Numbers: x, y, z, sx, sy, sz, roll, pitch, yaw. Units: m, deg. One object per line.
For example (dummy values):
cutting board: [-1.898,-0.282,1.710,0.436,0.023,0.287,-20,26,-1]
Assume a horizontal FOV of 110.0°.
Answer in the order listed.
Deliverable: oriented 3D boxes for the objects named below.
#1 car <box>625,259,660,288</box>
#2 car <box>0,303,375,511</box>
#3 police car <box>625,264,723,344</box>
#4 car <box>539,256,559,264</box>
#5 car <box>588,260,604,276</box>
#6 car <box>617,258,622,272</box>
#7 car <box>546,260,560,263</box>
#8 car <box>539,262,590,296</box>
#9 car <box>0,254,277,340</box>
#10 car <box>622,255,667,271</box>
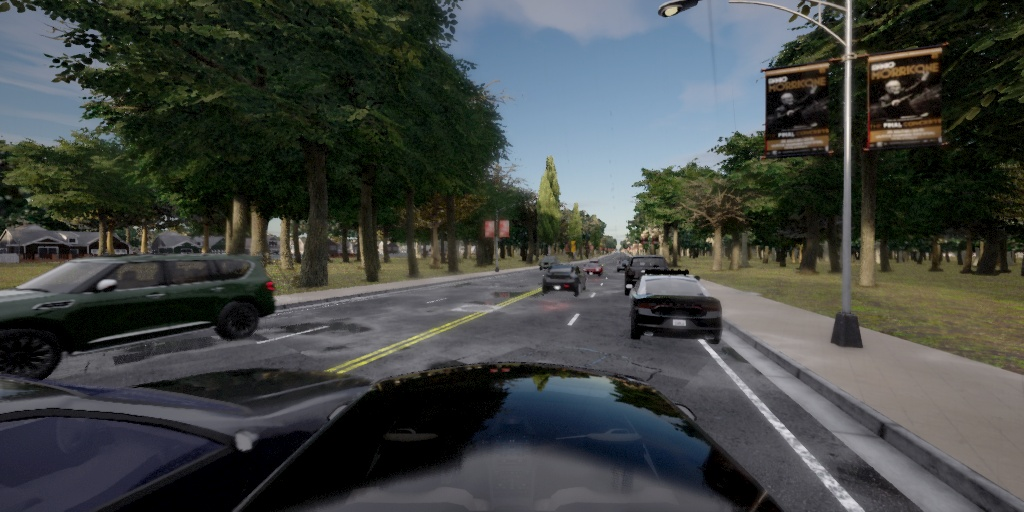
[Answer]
car: [8.975,1.102,25.001,2.097,1.767,4.553,0,0,17]
car: [-2.749,1.298,1.413,2.033,1.411,5.357,0,0,17]
police car: [4.227,1.174,9.866,1.930,1.638,5.238,0,0,17]
car: [5.236,0.983,49.241,2.150,2.045,5.566,0,0,17]
car: [8.264,1.356,36.509,1.895,1.301,4.718,0,0,17]
car: [14.419,1.324,45.544,1.994,1.385,4.181,0,0,19]
car: [5.215,1.357,38.324,1.895,1.301,4.718,0,0,17]
car: [2.912,1.254,19.457,1.837,1.490,4.892,0,0,17]
car: [-7.894,0.972,7.390,2.150,2.045,5.566,0,0,17]
car: [7.198,0.974,19.331,2.150,2.045,5.566,0,0,17]
